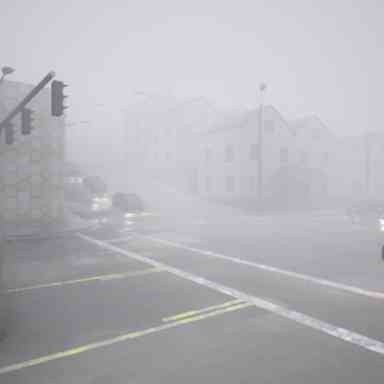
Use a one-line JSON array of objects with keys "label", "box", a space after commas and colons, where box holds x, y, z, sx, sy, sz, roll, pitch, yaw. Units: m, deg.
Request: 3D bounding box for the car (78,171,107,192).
[{"label": "car", "box": [-12.039, -1.049, 41.251, 2.128, 1.511, 4.902, 0, 13, -34]}]

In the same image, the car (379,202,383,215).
[{"label": "car", "box": [19.667, 1.572, 30.620, 5.008, 1.535, 1.882, 0, 0, -34]}]

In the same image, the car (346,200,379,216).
[{"label": "car", "box": [17.468, 1.585, 33.357, 4.902, 1.511, 2.128, 0, 0, -34]}]

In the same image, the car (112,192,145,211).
[{"label": "car", "box": [-6.323, 0.865, 32.900, 1.837, 1.490, 4.892, 0, 7, -34]}]

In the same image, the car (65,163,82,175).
[{"label": "car", "box": [-17.854, -3.499, 49.853, 2.033, 1.411, 5.357, 1, 13, -33]}]

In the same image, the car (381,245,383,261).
[{"label": "car", "box": [7.370, 1.633, 9.930, 4.718, 1.301, 1.895, 0, 0, -45]}]
